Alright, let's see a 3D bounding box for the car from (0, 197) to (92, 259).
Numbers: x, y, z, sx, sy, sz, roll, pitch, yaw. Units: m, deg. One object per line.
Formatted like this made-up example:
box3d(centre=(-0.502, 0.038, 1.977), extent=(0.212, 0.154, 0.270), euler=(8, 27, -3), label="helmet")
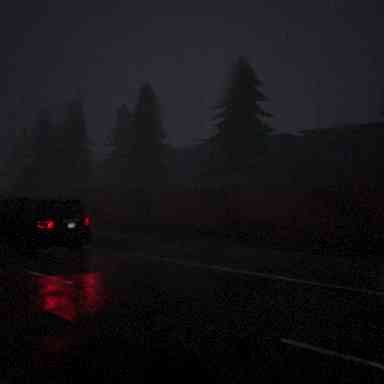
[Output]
box3d(centre=(-6.193, 1.187, 12.670), extent=(5.566, 2.045, 2.150), euler=(1, 0, 36), label="car")
